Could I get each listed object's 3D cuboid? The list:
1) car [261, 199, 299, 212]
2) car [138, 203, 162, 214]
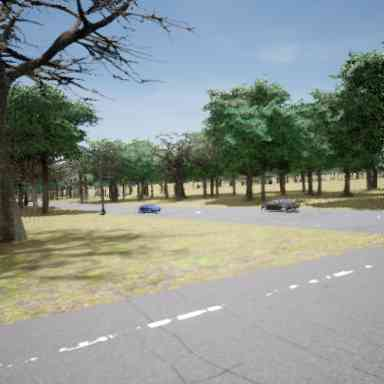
[{"bbox_3d":[10.413,1.583,39.694,2.128,1.511,4.902,-4,1,-36],"label":"car"},{"bbox_3d":[-6.508,2.504,51.180,1.882,1.535,5.008,-5,1,-36],"label":"car"}]
